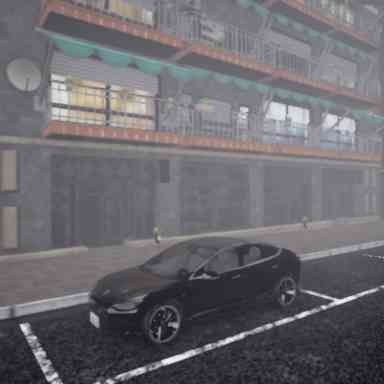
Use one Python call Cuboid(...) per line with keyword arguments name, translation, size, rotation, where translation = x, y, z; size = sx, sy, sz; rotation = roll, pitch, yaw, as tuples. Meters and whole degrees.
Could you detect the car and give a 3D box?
Cuboid(name="car", translation=(0.295, 1.567, 6.322), size=(4.313, 1.339, 1.947), rotation=(0, -1, -36))
